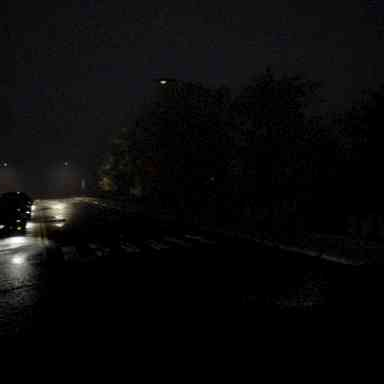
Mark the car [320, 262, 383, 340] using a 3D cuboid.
[{"bbox_3d":[4.034,1.387,3.615,2.033,1.411,5.357,-2,1,-25],"label":"car"}]

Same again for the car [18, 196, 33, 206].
[{"bbox_3d":[-24.439,1.316,48.975,1.895,1.301,4.718,-2,1,-25],"label":"car"}]

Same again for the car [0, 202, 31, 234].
[{"bbox_3d":[-9.899,1.466,17.675,1.994,1.385,4.181,-2,1,-25],"label":"car"}]

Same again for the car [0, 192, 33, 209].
[{"bbox_3d":[-13.861,1.066,26.121,2.150,2.045,5.566,-2,1,-25],"label":"car"}]

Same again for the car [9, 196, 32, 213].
[{"bbox_3d":[-18.146,1.259,35.306,1.882,1.535,5.008,-2,1,-24],"label":"car"}]
